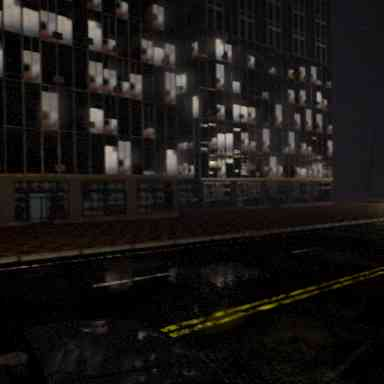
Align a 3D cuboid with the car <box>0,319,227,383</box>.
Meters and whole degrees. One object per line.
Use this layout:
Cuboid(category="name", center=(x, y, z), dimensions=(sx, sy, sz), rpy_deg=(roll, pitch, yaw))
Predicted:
Cuboid(category="car", center=(-2.228, 1.550, 1.850), dimensions=(5.357, 1.411, 2.033), rpy_deg=(0, 0, -35))
